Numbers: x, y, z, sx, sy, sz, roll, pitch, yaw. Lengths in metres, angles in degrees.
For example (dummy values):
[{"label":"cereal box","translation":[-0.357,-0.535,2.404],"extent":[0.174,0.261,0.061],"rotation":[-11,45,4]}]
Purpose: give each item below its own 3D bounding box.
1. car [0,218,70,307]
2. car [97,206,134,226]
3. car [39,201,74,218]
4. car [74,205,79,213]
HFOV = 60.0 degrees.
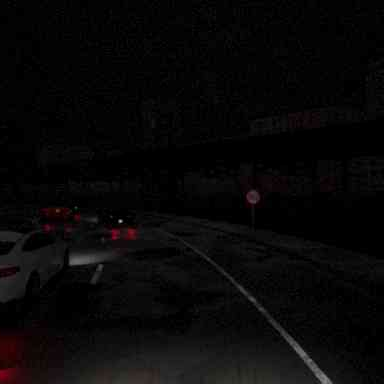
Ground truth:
[{"label":"car","translation":[-4.256,1.588,7.857],"extent":[1.812,1.442,4.674],"rotation":[0,0,-8]},{"label":"car","translation":[-5.839,1.734,24.897],"extent":[1.895,1.301,4.718],"rotation":[-1,0,-25]},{"label":"car","translation":[-12.061,1.584,29.018],"extent":[2.097,1.767,4.553],"rotation":[-1,0,-30]},{"label":"car","translation":[-15.148,1.886,39.249],"extent":[1.895,1.301,4.718],"rotation":[-1,0,-40]}]
